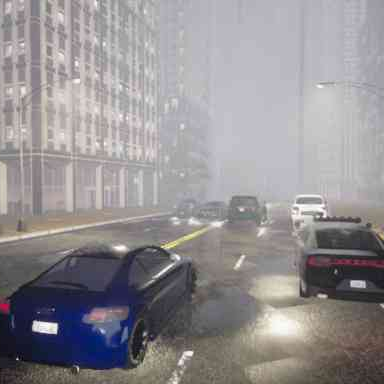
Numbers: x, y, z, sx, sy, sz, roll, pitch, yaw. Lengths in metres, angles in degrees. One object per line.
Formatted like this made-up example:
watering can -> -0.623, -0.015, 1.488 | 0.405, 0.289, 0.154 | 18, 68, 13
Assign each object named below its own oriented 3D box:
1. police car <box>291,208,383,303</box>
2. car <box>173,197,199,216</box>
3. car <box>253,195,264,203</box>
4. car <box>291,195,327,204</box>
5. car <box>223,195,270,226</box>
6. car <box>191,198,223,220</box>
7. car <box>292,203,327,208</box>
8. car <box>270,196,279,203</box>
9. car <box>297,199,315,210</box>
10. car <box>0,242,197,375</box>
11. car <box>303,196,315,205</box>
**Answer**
police car -> 3.602, 1.423, 8.370 | 1.930, 1.638, 5.238 | 0, 0, 15
car -> -0.131, 1.323, 32.006 | 2.097, 1.767, 4.553 | 0, 0, 20
car -> 13.998, 1.421, 70.053 | 1.882, 1.535, 5.008 | 0, 0, 17
car -> 8.148, 1.220, 23.214 | 2.150, 2.045, 5.566 | 0, 0, 19
car -> 4.036, 1.213, 23.758 | 2.150, 2.045, 5.566 | 0, 0, 19
car -> 1.820, 1.486, 27.876 | 1.837, 1.490, 4.892 | 0, 0, 20
car -> 6.308, 1.523, 17.626 | 1.812, 1.442, 4.674 | 0, 0, 17
car -> 16.171, 1.475, 65.933 | 1.812, 1.442, 4.674 | 0, 0, 17
car -> 14.747, 1.585, 42.881 | 1.895, 1.301, 4.718 | 0, 0, 22
car -> -1.237, 1.562, 5.856 | 1.994, 1.385, 4.181 | 0, 0, 14
car -> 20.652, 1.441, 58.853 | 1.882, 1.535, 5.008 | 0, 0, 18
